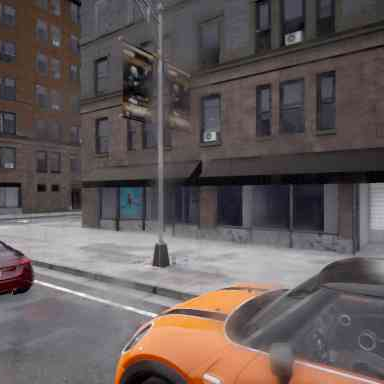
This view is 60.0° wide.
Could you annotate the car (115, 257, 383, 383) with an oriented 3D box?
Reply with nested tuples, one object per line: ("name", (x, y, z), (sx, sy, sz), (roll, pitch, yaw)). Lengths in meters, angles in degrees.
("car", (1.486, 1.352, 2.627), (4.553, 1.767, 2.097), (0, 0, 35))

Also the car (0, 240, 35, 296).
("car", (-5.456, 1.564, 7.558), (4.181, 1.385, 1.994), (0, 0, 36))
